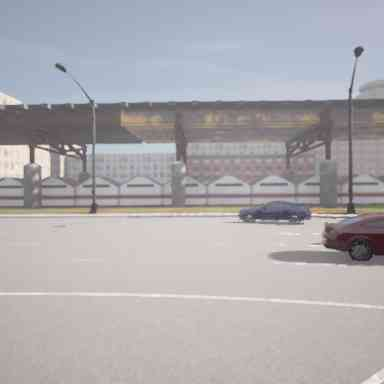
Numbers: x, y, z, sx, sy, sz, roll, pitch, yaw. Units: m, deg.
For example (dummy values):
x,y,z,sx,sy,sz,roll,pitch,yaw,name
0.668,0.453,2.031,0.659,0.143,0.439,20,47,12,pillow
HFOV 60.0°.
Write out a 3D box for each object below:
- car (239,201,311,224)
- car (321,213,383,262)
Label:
x,y,z,sx,sy,sz,roll,pitch,yaw,name
5.471,1.335,22.162,4.674,1.442,1.812,0,0,14,car
6.586,1.400,10.523,4.674,1.442,1.812,0,0,17,car
